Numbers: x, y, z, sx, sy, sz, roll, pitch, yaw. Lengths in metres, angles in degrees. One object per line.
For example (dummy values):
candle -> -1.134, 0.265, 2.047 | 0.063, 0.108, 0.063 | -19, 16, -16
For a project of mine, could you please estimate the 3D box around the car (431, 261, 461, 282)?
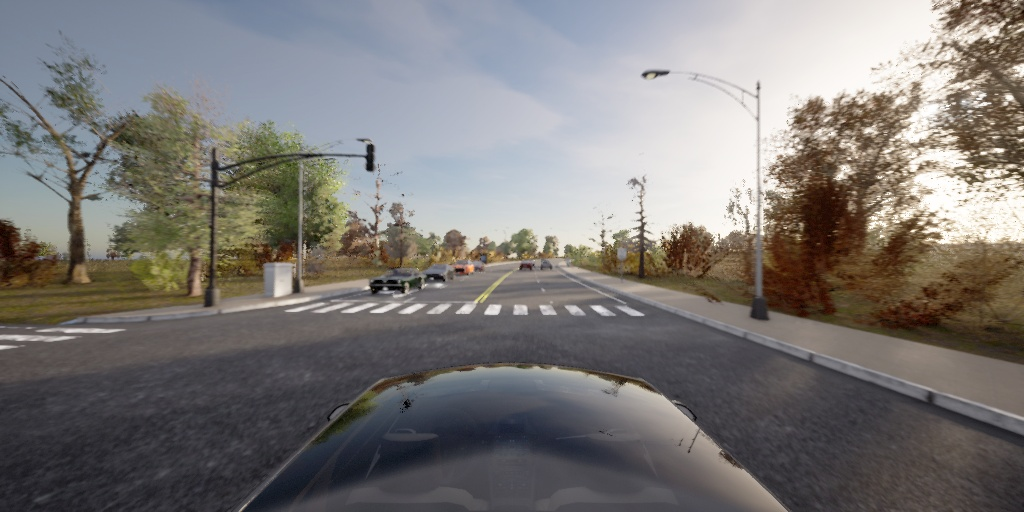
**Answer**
car -> -5.996, 1.373, 30.134 | 2.033, 1.411, 5.357 | 0, 0, 2

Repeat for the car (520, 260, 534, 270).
car -> 2.294, 1.446, 58.306 | 1.882, 1.535, 5.008 | 0, 0, 5

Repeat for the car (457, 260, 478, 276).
car -> -5.490, 1.217, 39.872 | 2.097, 1.767, 4.553 | 0, 0, 3

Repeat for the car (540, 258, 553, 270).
car -> 5.552, 1.481, 58.044 | 2.128, 1.511, 4.902 | 0, 0, 5

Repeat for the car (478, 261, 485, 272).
car -> -4.871, 1.427, 49.895 | 1.812, 1.442, 4.674 | 0, 0, 4

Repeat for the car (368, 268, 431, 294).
car -> -6.365, 1.382, 20.463 | 1.895, 1.301, 4.718 | 0, 0, 3
